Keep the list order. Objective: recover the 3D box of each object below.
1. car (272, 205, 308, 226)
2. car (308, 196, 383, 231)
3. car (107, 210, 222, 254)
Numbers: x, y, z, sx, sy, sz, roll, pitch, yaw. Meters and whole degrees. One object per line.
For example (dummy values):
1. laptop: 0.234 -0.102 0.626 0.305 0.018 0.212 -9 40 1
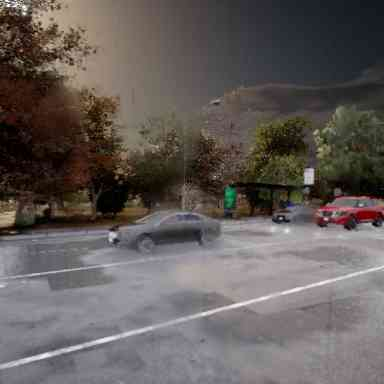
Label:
1. car: 7.786 1.654 24.185 4.181 1.385 1.994 0 0 -35
2. car: 10.428 1.316 21.803 5.566 2.045 2.150 1 0 -35
3. car: -0.995 1.526 13.710 4.902 1.511 2.128 0 0 -35
